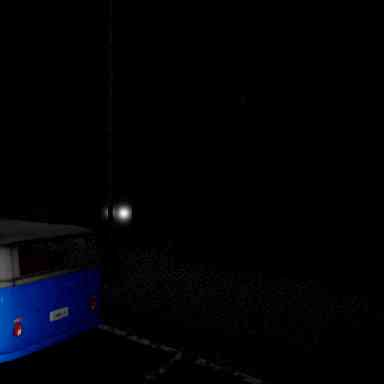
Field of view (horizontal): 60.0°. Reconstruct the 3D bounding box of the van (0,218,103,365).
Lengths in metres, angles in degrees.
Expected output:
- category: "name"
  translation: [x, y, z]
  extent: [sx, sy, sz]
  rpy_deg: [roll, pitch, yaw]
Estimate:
- category: "van"
  translation: [-3.224, 1.341, 5.377]
  extent: [3.998, 1.788, 1.690]
  rpy_deg: [0, 0, 36]
